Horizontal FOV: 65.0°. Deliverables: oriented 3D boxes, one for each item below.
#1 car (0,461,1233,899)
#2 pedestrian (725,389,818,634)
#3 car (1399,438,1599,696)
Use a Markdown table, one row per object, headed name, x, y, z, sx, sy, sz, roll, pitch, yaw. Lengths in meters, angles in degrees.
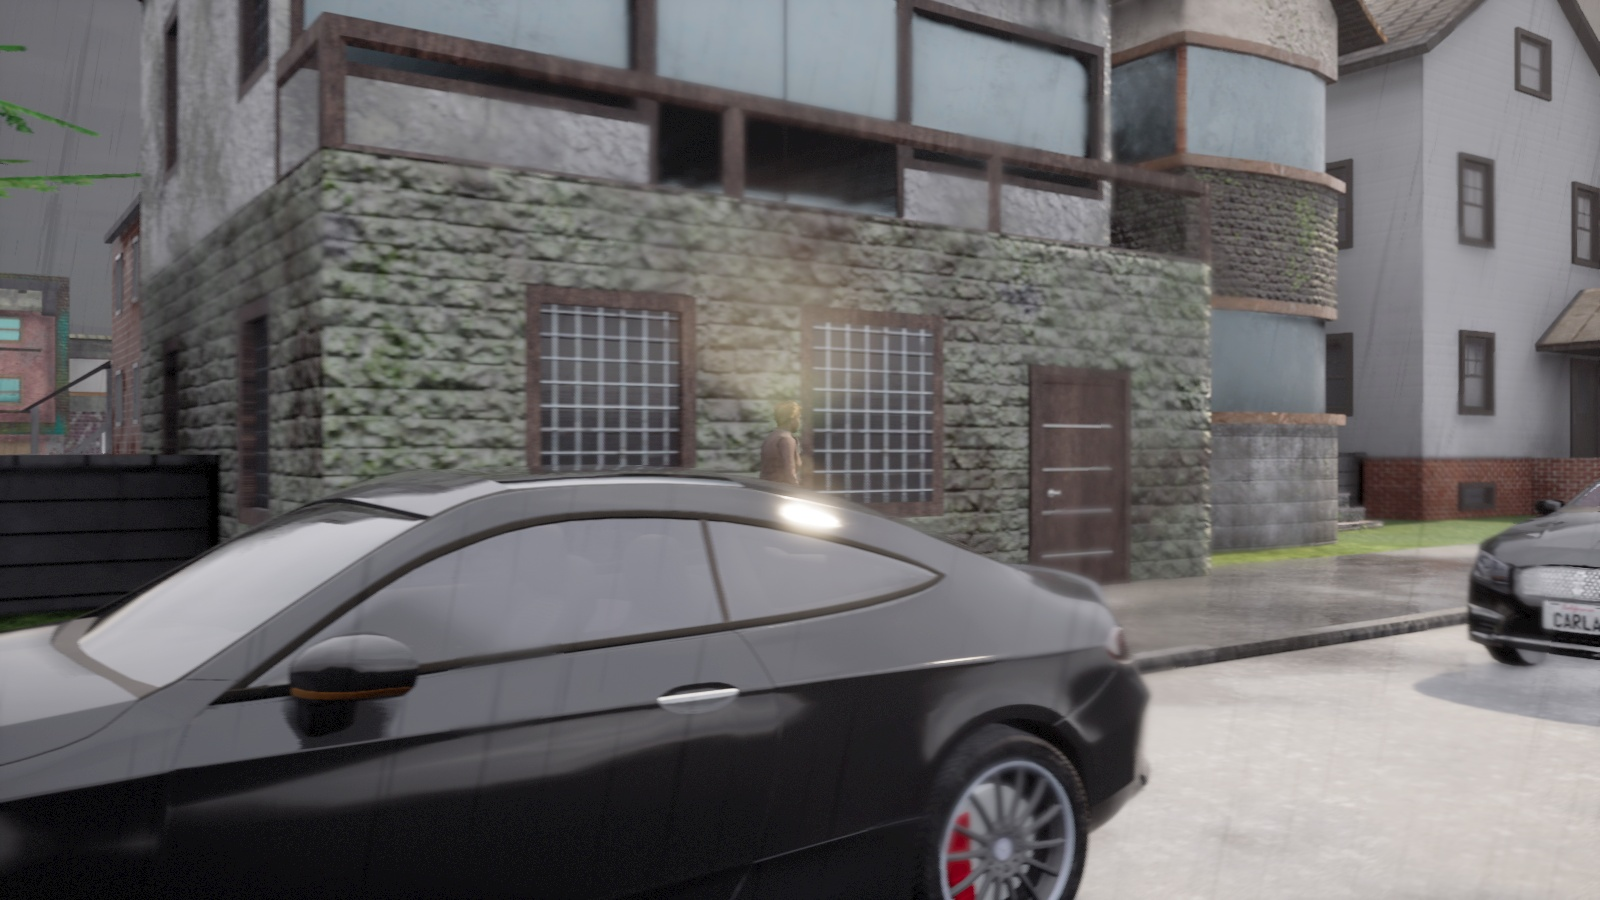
| name | x | y | z | sx | sy | sz | roll | pitch | yaw |
| --- | --- | --- | --- | --- | --- | --- | --- | --- | --- |
| car | -1.009 | 0.778 | 3.566 | 4.674 | 1.442 | 1.812 | 0 | 0 | -35 |
| pedestrian | -0.218 | 0.462 | 9.764 | 0.634 | 1.846 | 0.331 | 0 | 0 | -35 |
| car | 6.599 | 0.675 | 8.860 | 4.902 | 1.511 | 2.128 | 0 | 0 | -35 |
